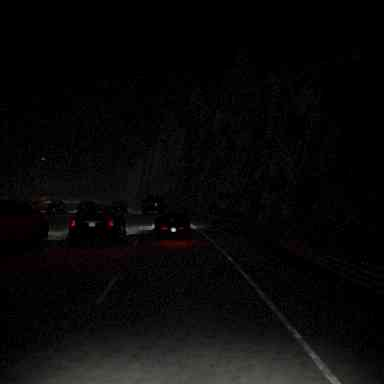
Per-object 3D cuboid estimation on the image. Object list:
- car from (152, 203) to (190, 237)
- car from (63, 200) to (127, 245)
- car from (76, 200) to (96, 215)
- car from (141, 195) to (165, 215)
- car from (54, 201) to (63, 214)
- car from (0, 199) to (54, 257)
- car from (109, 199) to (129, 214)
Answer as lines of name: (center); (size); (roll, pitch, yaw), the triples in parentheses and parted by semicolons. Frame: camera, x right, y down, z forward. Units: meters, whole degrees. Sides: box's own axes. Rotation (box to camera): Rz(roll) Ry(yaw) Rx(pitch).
car: (-1.183, 1.577, 18.557); (1.837, 1.490, 4.892); (0, 0, -7)
car: (-4.454, 1.425, 16.236); (2.097, 1.767, 4.553); (0, 0, -6)
car: (-11.785, 1.682, 37.313); (1.837, 1.490, 4.892); (0, 0, -14)
car: (-4.187, 1.365, 35.795); (2.150, 2.045, 5.566); (0, 0, -13)
car: (-15.739, 1.720, 38.674); (1.812, 1.442, 4.674); (0, 0, -15)
car: (-7.666, 1.300, 13.352); (2.150, 2.045, 5.566); (0, 0, -5)
car: (-8.666, 1.663, 39.221); (2.128, 1.511, 4.902); (0, 0, -14)
